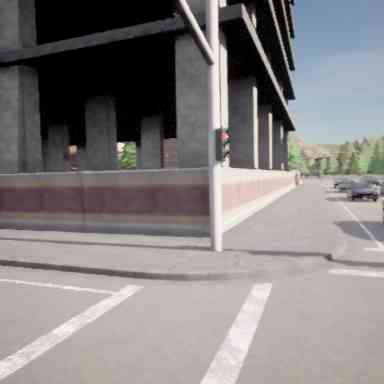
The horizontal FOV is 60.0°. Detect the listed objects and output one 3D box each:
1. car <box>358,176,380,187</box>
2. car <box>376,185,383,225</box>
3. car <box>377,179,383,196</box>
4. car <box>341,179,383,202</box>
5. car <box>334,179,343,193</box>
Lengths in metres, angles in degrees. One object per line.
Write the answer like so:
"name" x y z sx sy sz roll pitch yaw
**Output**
"car" 24.216 -1.510 45.648 1.994 1.385 4.181 0 3 20
"car" 8.193 0.692 11.928 1.837 1.490 4.892 0 3 20
"car" 18.591 -0.442 30.501 2.128 1.511 4.902 0 3 20
"car" 13.373 -0.071 26.429 2.033 1.411 5.357 0 3 20
"car" 17.527 -0.692 37.523 2.033 1.411 5.357 0 3 20
